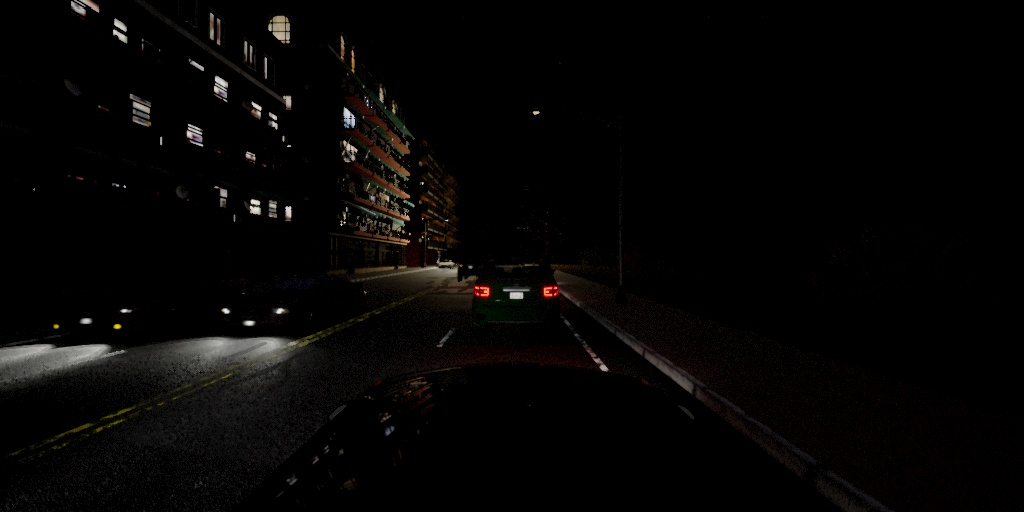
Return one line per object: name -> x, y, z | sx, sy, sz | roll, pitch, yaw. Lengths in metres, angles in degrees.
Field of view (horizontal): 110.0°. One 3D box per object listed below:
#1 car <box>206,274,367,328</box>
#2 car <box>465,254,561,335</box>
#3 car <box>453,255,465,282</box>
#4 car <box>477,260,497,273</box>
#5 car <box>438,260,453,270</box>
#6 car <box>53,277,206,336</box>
car -> -6.575, 1.299, 11.640 | 2.033, 1.411, 5.357 | 0, 0, 0
car -> 0.116, 0.973, 10.654 | 2.150, 2.045, 5.566 | 0, 0, 0
car -> -3.074, 0.966, 29.416 | 2.150, 2.045, 5.566 | 0, -1, 0
car -> -3.040, 1.242, 45.152 | 2.128, 1.511, 4.902 | 0, 0, 0
car -> -9.705, 1.276, 53.202 | 1.812, 1.442, 4.674 | 0, 0, 0
car -> -9.828, 1.315, 10.265 | 1.994, 1.385, 4.181 | 0, 0, 0
